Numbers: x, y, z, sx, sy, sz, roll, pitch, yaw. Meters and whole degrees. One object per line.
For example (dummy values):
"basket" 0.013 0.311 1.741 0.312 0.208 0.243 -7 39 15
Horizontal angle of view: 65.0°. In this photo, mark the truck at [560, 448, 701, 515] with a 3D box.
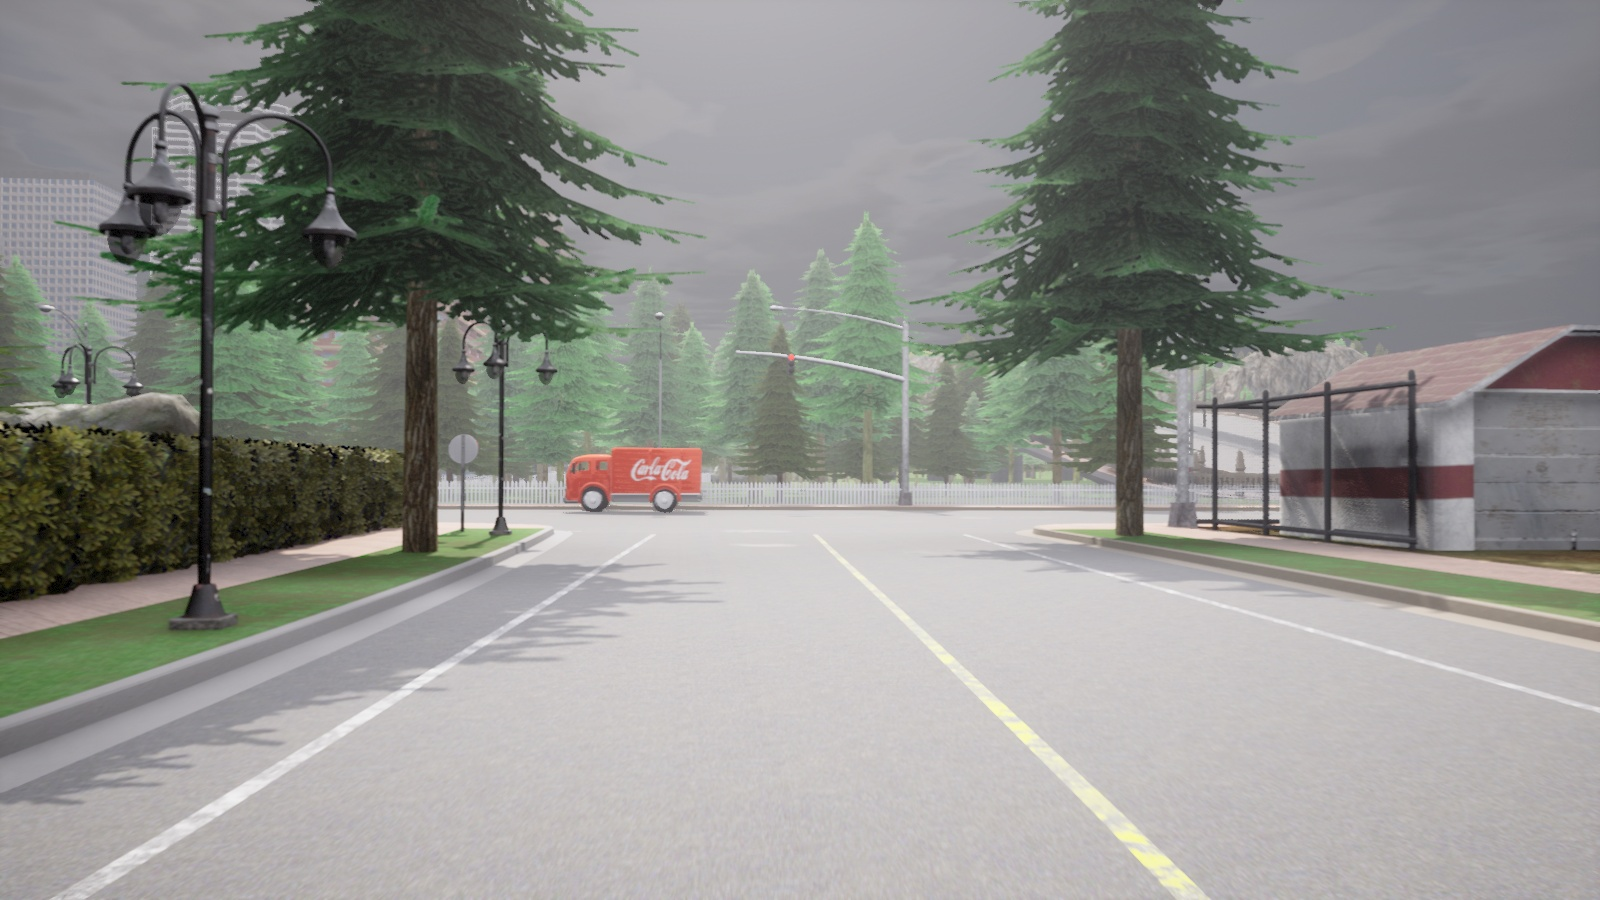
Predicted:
"truck" -6.432 1.200 48.230 5.204 2.467 2.627 0 -1 -4
